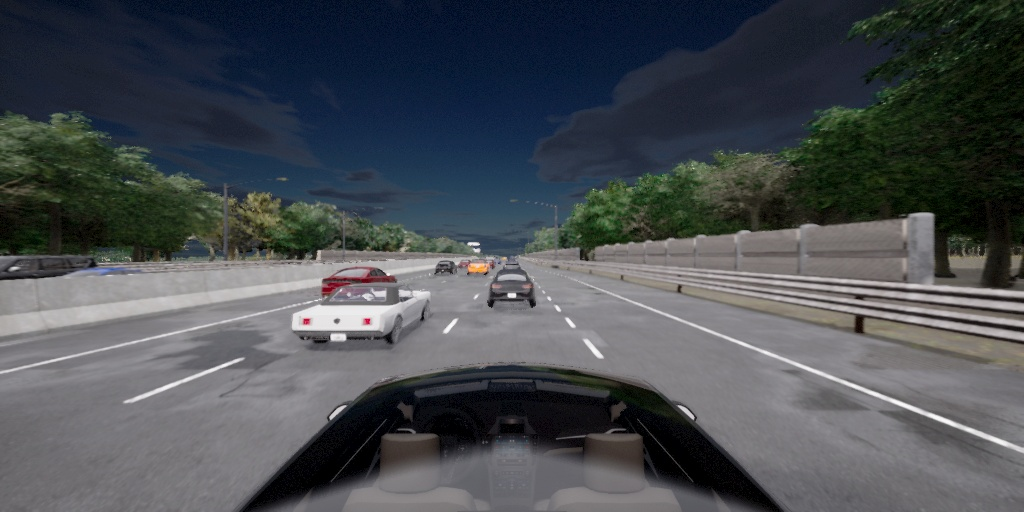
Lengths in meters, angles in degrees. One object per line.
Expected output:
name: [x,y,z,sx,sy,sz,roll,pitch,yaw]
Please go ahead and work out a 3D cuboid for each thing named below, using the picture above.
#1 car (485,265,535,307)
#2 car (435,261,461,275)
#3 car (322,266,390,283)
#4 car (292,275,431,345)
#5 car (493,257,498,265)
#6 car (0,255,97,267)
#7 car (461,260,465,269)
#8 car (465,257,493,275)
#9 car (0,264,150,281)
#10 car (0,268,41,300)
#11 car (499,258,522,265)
car: [-0.003,1.276,15.453,1.812,1.442,4.674,0,0,0]
car: [-7.011,1.238,38.692,1.837,1.490,4.892,0,0,0]
car: [-7.004,1.226,16.968,1.882,1.535,5.008,0,0,0]
car: [-3.502,1.352,9.474,1.895,1.301,4.718,0,0,0]
car: [-3.514,1.253,54.541,1.812,1.442,4.674,0,0,0]
car: [-21.003,0.991,15.176,2.150,2.045,5.566,0,0,0]
car: [-7.015,1.253,54.539,1.812,1.442,4.674,0,0,0]
car: [-3.509,1.084,38.634,2.097,1.767,4.553,0,0,0]
car: [-17.504,1.261,15.214,1.882,1.535,5.008,0,0,0]
car: [-24.504,1.298,15.212,2.033,1.411,5.357,0,0,0]
car: [-0.011,1.225,38.697,2.128,1.511,4.902,0,0,0]
